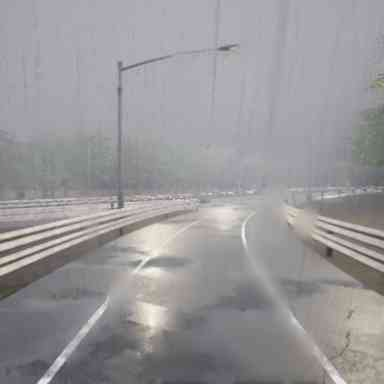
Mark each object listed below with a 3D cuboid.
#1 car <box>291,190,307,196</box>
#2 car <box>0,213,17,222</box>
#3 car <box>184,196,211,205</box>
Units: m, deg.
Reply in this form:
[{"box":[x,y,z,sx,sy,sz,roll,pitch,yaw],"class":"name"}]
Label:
[{"box":[24.507,0.281,75.822,1.895,1.301,4.718,0,2,41],"class":"car"},{"box":[-17.500,1.832,28.168,2.128,1.511,4.902,0,1,41],"class":"car"},{"box":[0.463,1.219,48.545,2.033,1.411,5.357,0,2,41],"class":"car"}]
